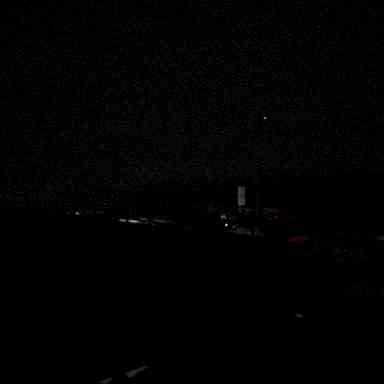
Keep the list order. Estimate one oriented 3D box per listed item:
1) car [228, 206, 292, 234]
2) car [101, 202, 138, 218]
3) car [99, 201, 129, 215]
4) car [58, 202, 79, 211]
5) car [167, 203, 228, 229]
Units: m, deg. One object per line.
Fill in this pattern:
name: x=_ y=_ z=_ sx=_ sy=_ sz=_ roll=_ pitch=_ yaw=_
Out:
car: x=4.202 y=1.631 z=20.522 sx=1.882 sy=1.535 sz=5.008 roll=-1 pitch=-1 yaw=-15
car: x=-7.187 y=1.879 z=33.843 sx=2.128 sy=1.511 sz=4.902 roll=1 pitch=-1 yaw=-36
car: x=-10.087 y=2.013 z=42.797 sx=2.128 sy=1.511 sz=4.902 roll=1 pitch=-1 yaw=-36
car: x=-18.604 y=2.189 z=49.992 sx=2.033 sy=1.411 sz=5.357 roll=1 pitch=-1 yaw=-36
car: x=0.667 y=1.573 z=22.397 sx=4.553 sy=1.767 sz=2.097 roll=2 pitch=0 yaw=27
